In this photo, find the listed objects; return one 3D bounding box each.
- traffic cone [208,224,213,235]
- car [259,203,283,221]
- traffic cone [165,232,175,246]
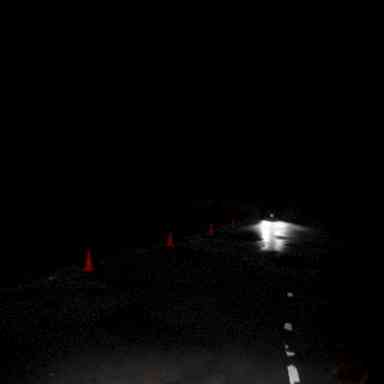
[{"bbox_3d":[1.089,2.122,19.062,0.340,0.580,0.340,1,0,23],"label":"traffic cone"},{"bbox_3d":[7.478,1.831,31.659,2.128,1.511,4.902,1,0,11],"label":"car"},{"bbox_3d":[-0.952,2.059,14.561,0.340,0.580,0.340,1,0,25],"label":"traffic cone"}]
